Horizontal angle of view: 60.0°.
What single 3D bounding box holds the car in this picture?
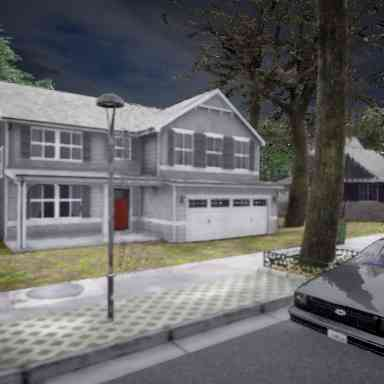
[{"bbox_3d":[4.108,1.522,5.954,5.357,1.411,2.033,0,0,-35],"label":"car"}]
